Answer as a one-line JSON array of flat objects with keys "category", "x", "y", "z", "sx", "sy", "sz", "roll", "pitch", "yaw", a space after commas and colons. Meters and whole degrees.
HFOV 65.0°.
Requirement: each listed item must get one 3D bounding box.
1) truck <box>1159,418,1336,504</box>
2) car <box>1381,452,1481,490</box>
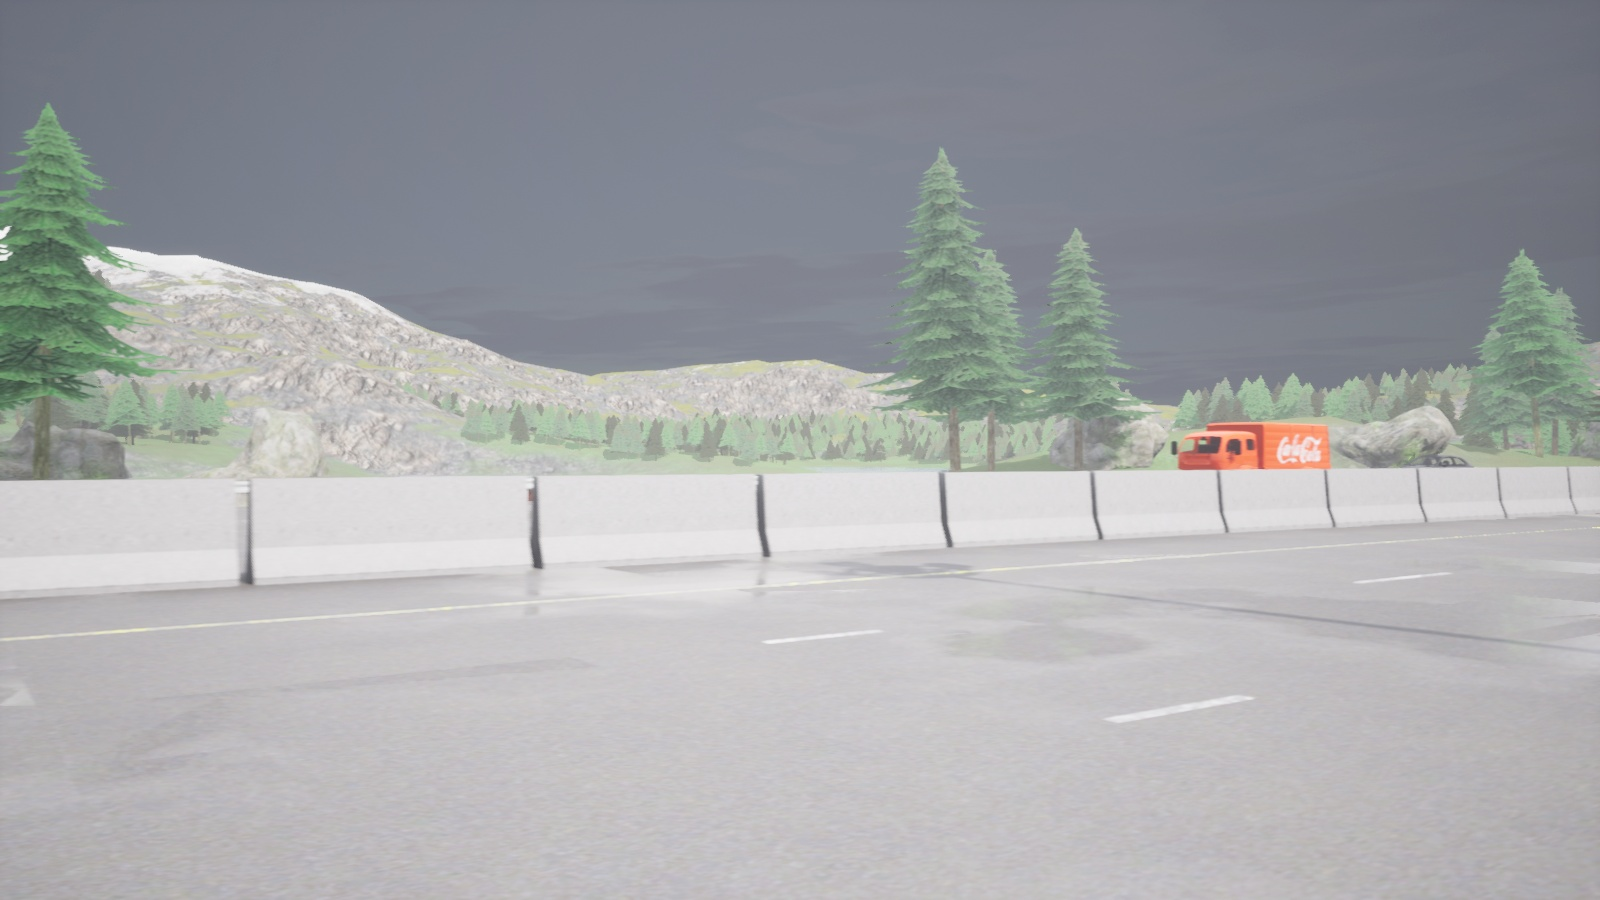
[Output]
[{"category": "truck", "x": 13.917, "y": 0.326, "z": 38.977, "sx": 5.204, "sy": 2.467, "sz": 2.627, "roll": 0, "pitch": 0, "yaw": -35}, {"category": "car", "x": 25.902, "y": 0.831, "z": 51.539, "sx": 4.193, "sy": 1.474, "sz": 1.816, "roll": 0, "pitch": 0, "yaw": -33}]
